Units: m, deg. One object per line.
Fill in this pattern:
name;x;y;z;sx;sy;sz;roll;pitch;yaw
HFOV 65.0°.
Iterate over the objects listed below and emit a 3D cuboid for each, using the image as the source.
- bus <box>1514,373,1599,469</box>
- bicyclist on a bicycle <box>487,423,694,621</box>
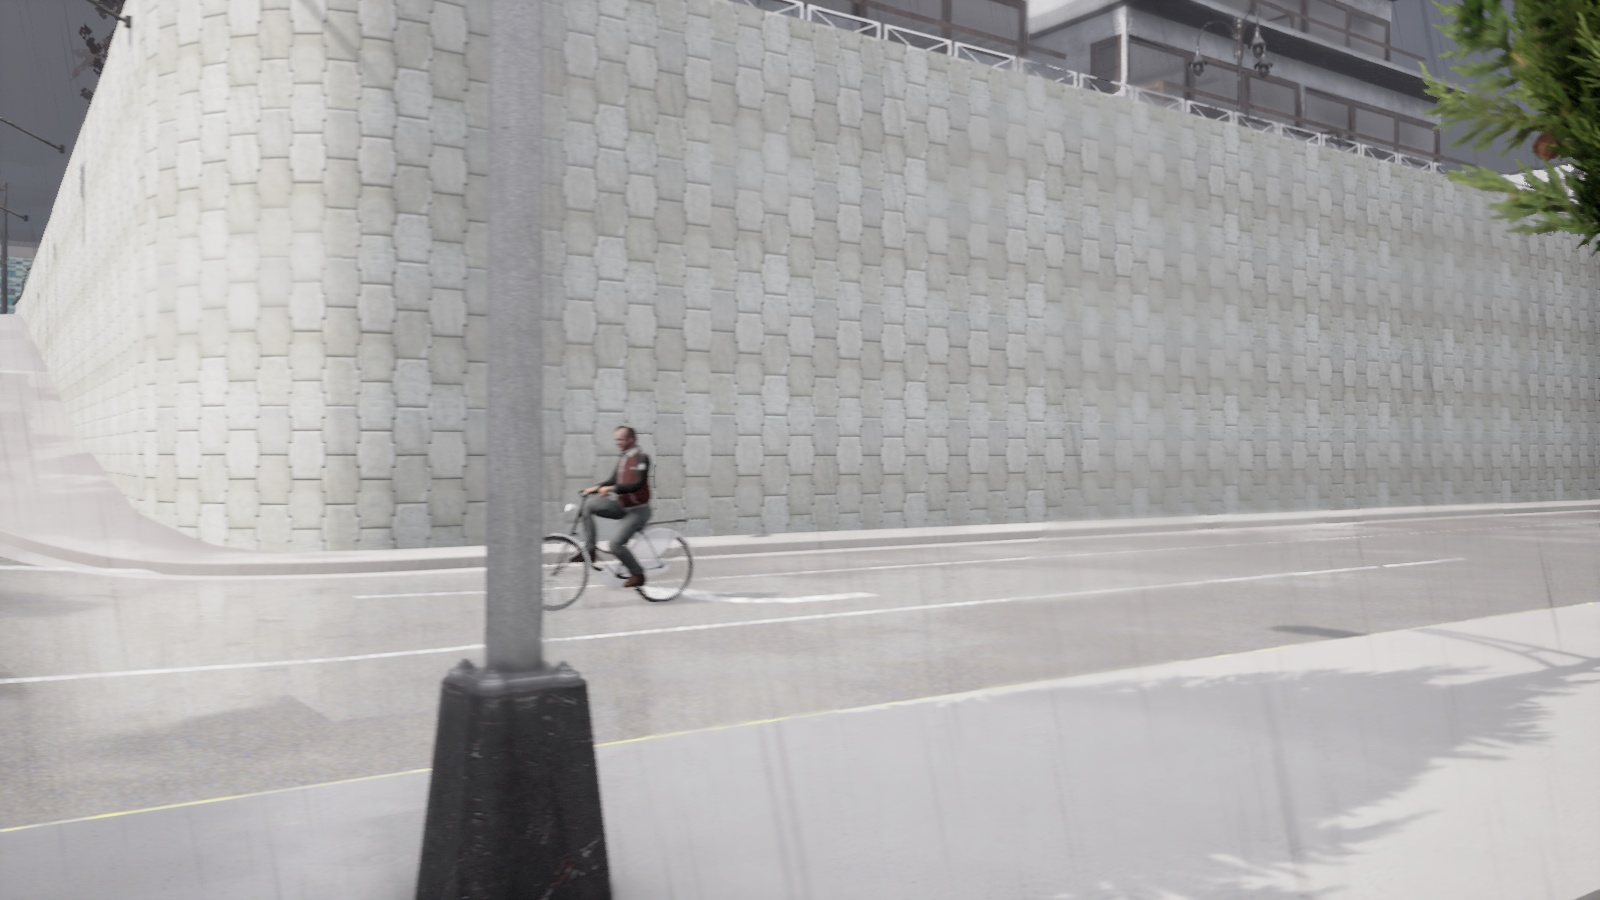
bus;39.312;-1.126;57.776;3.944;4.253;10.273;1;4;-35
bicyclist on a bicycle;-1.984;0.649;12.015;1.843;1.776;0.659;0;0;-34
